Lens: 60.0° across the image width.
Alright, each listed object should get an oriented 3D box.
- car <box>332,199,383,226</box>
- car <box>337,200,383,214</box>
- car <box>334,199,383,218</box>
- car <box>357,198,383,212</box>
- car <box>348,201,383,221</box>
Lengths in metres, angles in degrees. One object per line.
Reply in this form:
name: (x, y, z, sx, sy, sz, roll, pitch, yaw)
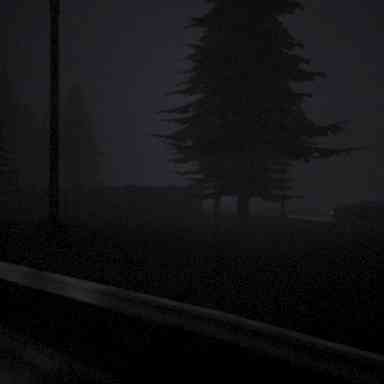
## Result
car: (12.169, 1.437, 23.251, 2.128, 1.511, 4.902, 0, 0, -28)
car: (17.907, 1.516, 34.869, 1.895, 1.301, 4.718, 0, 0, -28)
car: (16.118, 1.475, 30.767, 2.033, 1.411, 5.357, 0, 0, -28)
car: (21.126, 1.474, 36.271, 2.033, 1.411, 5.357, 0, 0, -28)
car: (14.756, 1.472, 25.849, 1.812, 1.442, 4.674, 0, 0, -28)
